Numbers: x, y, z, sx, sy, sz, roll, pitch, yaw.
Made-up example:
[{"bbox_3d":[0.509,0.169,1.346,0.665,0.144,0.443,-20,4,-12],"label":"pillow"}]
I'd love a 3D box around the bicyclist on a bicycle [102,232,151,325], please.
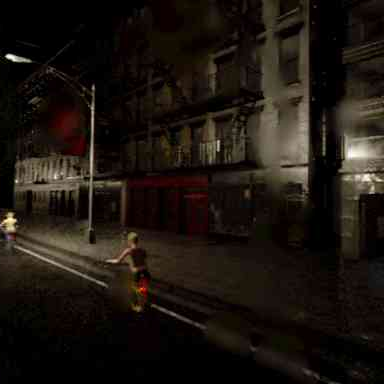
[{"bbox_3d":[-1.197,1.568,6.315,0.866,1.612,1.509,2,-2,-42],"label":"bicyclist on a bicycle"}]

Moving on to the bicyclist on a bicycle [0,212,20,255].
[{"bbox_3d":[-7.227,1.607,13.136,0.866,1.612,1.509,2,-2,-42],"label":"bicyclist on a bicycle"}]
